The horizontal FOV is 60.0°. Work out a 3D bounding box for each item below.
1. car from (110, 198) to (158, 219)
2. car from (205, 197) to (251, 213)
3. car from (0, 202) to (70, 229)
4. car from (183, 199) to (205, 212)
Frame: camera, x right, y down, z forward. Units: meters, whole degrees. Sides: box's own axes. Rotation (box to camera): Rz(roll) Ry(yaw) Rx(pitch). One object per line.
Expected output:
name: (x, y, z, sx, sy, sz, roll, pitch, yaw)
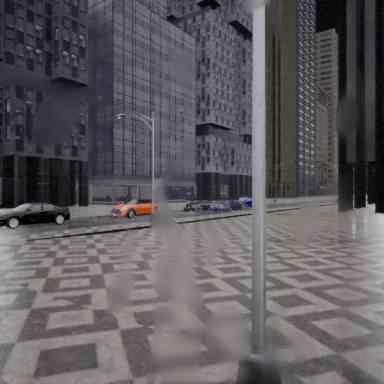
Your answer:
car: (-5.036, 1.320, 29.392, 2.097, 1.767, 4.553, 0, 0, 36)
car: (3.978, 1.501, 36.295, 2.033, 1.411, 5.357, 0, 0, 36)
car: (-10.527, 1.458, 21.890, 1.882, 1.535, 5.008, 0, 0, 36)
car: (0.864, 1.519, 37.453, 1.994, 1.385, 4.181, 0, 0, 36)
